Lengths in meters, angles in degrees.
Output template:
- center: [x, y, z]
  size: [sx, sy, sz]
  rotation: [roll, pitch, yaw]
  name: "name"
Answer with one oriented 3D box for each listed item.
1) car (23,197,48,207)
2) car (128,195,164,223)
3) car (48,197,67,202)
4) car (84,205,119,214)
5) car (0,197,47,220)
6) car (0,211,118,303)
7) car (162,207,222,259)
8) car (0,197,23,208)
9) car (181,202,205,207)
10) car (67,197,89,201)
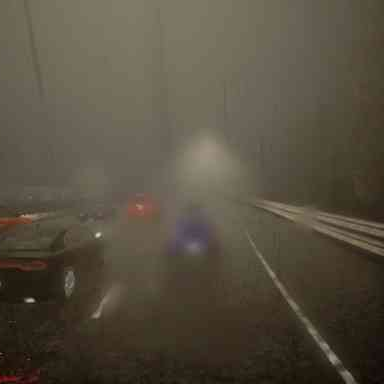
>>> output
- center: [-24.533, 1.556, 52.317]
  size: [1.812, 1.442, 4.674]
  rotation: [0, 0, 0]
  name: "car"
- center: [-3.428, 1.228, 25.457]
  size: [2.150, 2.045, 5.566]
  rotation: [0, 0, 0]
  name: "car"
- center: [-21.036, 1.508, 52.475]
  size: [1.882, 1.535, 5.008]
  rotation: [0, 0, 0]
  name: "car"
- center: [-6.931, 1.605, 25.180]
  size: [1.895, 1.301, 4.718]
  rotation: [0, 0, 0]
  name: "car"
- center: [-6.934, 1.222, 10.349]
  size: [2.150, 2.045, 5.566]
  rotation: [0, 0, 1]
  name: "car"
- center: [-3.448, 1.478, 8.297]
  size: [1.882, 1.535, 5.008]
  rotation: [0, 0, 0]
  name: "car"
- center: [0.080, 1.526, 12.539]
  size: [1.812, 1.442, 4.674]
  rotation: [0, 0, 0]
  name: "car"
- center: [-28.036, 1.533, 51.008]
  size: [1.837, 1.490, 4.892]
  rotation: [0, 0, 0]
  name: "car"
- center: [0.085, 1.532, 27.690]
  size: [1.812, 1.442, 4.674]
  rotation: [0, 0, 0]
  name: "car"
- center: [-17.540, 1.509, 52.743]
  size: [1.882, 1.535, 5.008]
  rotation: [0, 0, 0]
  name: "car"
